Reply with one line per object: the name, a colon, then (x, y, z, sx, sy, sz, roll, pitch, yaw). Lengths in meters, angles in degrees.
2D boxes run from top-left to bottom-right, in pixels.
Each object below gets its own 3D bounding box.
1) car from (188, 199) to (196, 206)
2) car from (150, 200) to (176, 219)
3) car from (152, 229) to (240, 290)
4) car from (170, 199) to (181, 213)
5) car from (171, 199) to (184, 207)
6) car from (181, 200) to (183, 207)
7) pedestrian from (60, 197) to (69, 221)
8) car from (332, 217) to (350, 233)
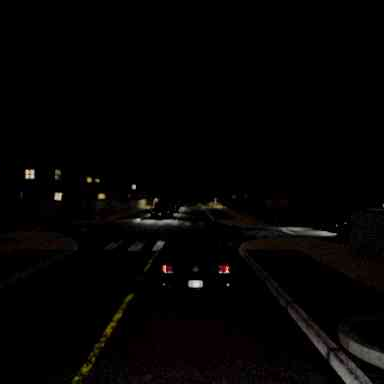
car: (0.007, 2.285, 73.951, 1.837, 1.490, 4.892, 0, -1, 0)
car: (-2.873, 1.807, 32.636, 1.837, 1.490, 4.892, 0, -1, 1)
car: (0.136, 1.682, 9.290, 1.895, 1.301, 4.718, 0, -1, 1)
car: (-2.841, 1.761, 42.733, 2.097, 1.767, 4.553, 0, -1, 0)
car: (-2.777, 2.157, 64.476, 2.128, 1.511, 4.902, 0, -1, 1)
car: (-2.838, 2.051, 52.934, 1.812, 1.442, 4.674, 0, -1, 0)
pedestrian: (-9.626, 1.245, 24.923, 0.375, 1.860, 0.375, 0, -3, 0)
car: (11.541, 2.072, 21.998, 4.181, 1.385, 1.994, 1, -1, -1)
